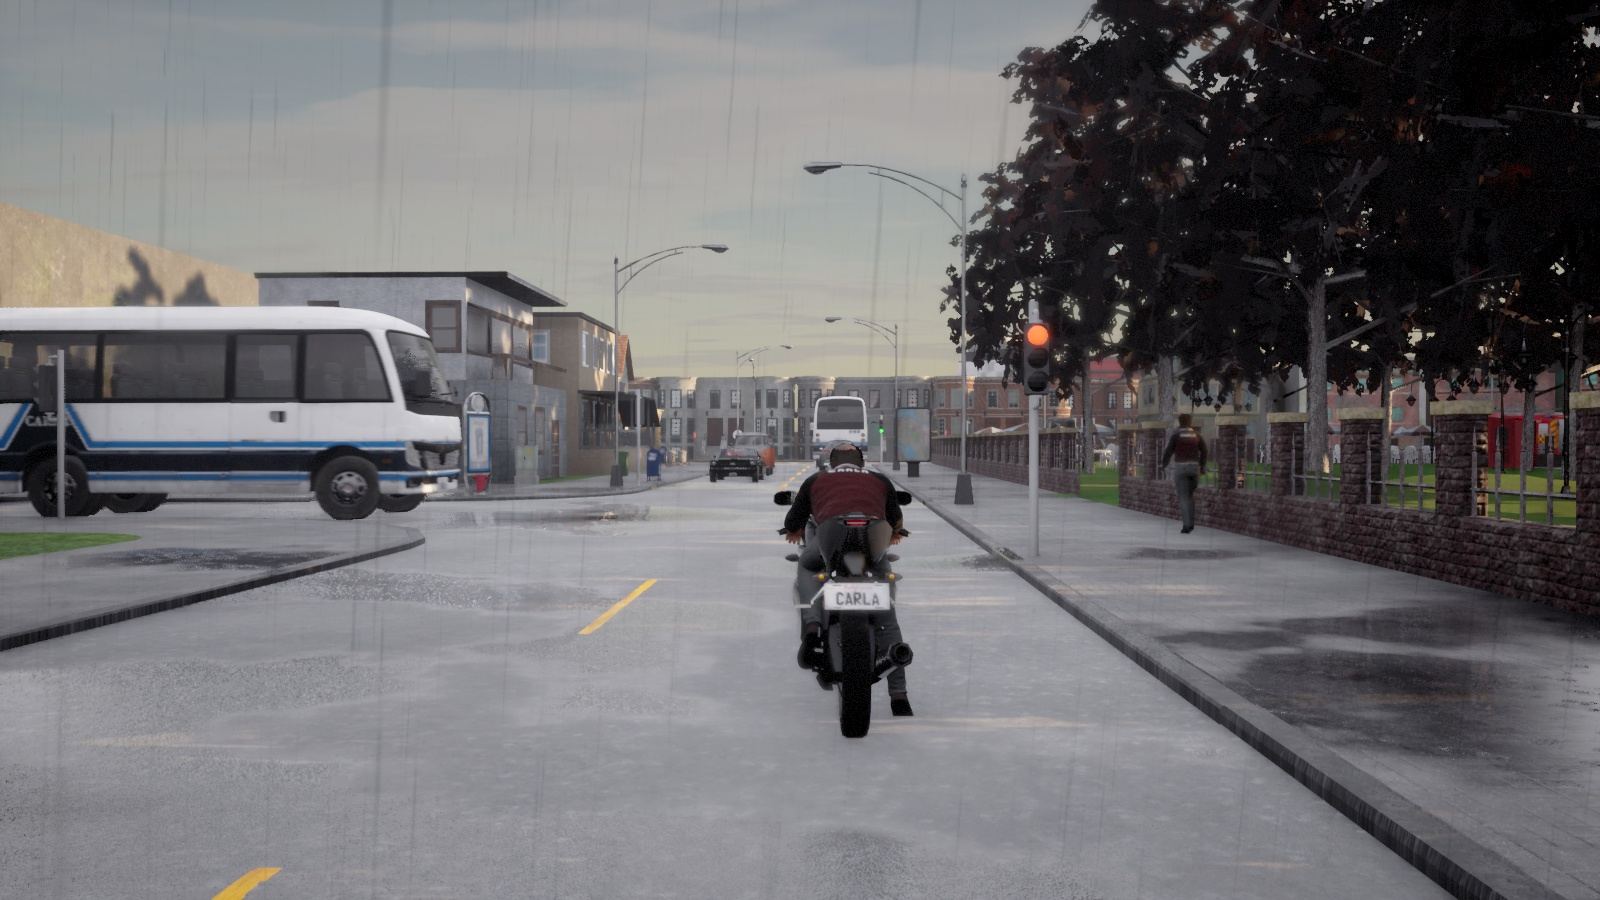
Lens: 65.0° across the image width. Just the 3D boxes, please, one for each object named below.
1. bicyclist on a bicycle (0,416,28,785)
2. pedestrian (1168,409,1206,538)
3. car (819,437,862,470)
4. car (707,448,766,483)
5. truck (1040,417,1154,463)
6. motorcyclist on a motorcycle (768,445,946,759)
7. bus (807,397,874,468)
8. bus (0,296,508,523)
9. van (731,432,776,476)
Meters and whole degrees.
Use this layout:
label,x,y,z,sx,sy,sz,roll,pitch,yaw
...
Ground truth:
label,x,y,z,sx,sy,sz,roll,pitch,yaw
bicyclist on a bicycle,-3.826,0.669,4.871,0.582,1.620,1.656,0,1,2
pedestrian,5.930,0.352,19.256,0.402,1.930,0.666,0,0,2
car,2.085,0.160,64.889,2.152,1.651,5.027,0,0,2
car,-2.426,0.568,49.116,1.895,1.301,4.718,0,0,2
truck,22.212,-0.750,94.248,7.936,3.462,2.891,0,0,2
motorcyclist on a motorcycle,0.271,0.741,7.237,0.866,1.530,2.191,0,0,0
bus,2.563,-1.079,79.890,3.944,4.253,10.273,0,0,2
bus,-11.590,-0.784,25.652,10.273,4.253,3.944,0,1,2
van,-2.134,0.169,58.141,1.775,1.987,4.442,0,0,2
